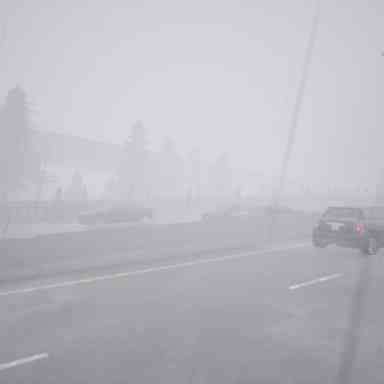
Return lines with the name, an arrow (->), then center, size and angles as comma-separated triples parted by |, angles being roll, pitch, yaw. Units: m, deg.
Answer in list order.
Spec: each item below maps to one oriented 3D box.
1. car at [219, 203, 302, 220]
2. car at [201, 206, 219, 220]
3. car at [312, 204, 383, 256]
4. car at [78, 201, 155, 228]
car -> 4.485, 1.420, 20.089 | 5.357, 1.411, 2.033 | -1, 0, -35
car -> 2.639, 1.435, 23.070 | 4.181, 1.385, 1.994 | -1, 0, -35
car -> 6.735, 1.247, 12.850 | 4.553, 1.767, 2.097 | -1, 0, -35
car -> -4.907, 1.413, 21.988 | 5.008, 1.535, 1.882 | -1, 0, -35
